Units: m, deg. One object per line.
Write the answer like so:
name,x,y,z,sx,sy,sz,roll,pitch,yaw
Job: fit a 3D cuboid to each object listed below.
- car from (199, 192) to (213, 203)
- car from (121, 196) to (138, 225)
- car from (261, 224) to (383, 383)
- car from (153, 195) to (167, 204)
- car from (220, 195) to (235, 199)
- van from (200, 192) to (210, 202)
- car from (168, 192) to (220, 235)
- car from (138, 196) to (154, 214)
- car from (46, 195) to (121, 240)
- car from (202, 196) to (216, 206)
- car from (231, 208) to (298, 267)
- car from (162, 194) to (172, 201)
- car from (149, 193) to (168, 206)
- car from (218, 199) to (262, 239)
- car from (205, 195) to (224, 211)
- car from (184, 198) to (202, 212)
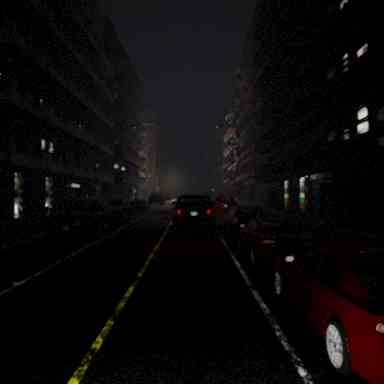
car,2.538,0.985,60.656,2.192,1.841,5.009,1,0,0
car,-5.297,1.172,21.994,2.192,1.841,5.009,1,0,0
car,2.582,1.508,5.345,1.887,1.381,4.507,1,0,0
car,-5.312,1.235,55.179,1.887,1.381,4.507,1,0,0
car,2.547,1.140,27.467,2.192,1.841,5.009,1,0,0
van,2.536,0.992,66.187,1.690,1.788,3.998,1,0,0
car,0.095,1.101,18.194,2.150,2.045,5.566,0,0,0
car,-5.306,1.359,33.058,1.947,1.339,4.313,1,0,0
car,-5.296,1.206,16.464,2.192,1.841,5.009,1,0,0
car,2.536,1.295,49.594,1.802,1.307,4.206,1,0,0
car,2.580,1.471,10.875,1.887,1.381,4.507,1,0,0
car,-5.317,1.215,71.772,1.802,1.307,4.206,1,0,0
car,-5.305,1.028,49.646,2.192,1.841,5.009,1,0,0
car,2.589,1.332,16.406,1.967,1.590,4.097,1,0,0
car,2.541,1.206,38.531,1.967,1.590,4.097,1,0,0
car,0.086,1.377,36.294,1.895,1.301,4.718,0,0,0
